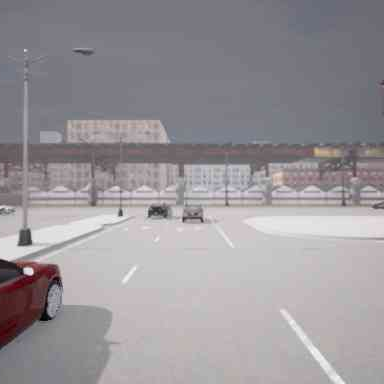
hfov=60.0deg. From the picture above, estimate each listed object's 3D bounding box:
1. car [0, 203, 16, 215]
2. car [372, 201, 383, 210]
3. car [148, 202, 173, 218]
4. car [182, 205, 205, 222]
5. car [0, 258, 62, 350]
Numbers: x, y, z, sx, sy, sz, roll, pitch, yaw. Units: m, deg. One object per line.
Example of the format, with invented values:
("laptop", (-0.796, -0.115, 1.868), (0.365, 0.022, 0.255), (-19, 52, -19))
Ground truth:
("car", (-22.217, 1.841, 37.204), (4.674, 1.442, 1.812), (0, 0, 0))
("car", (28.780, 1.975, 48.940), (4.181, 1.385, 1.994), (0, -1, -12))
("car", (-3.082, 1.773, 33.158), (2.128, 1.511, 4.902), (0, 0, 6))
("car", (0.094, 1.789, 28.476), (2.033, 1.411, 5.357), (0, 0, 1))
("car", (-3.400, 1.516, 4.367), (1.882, 1.535, 5.008), (0, -1, 0))
